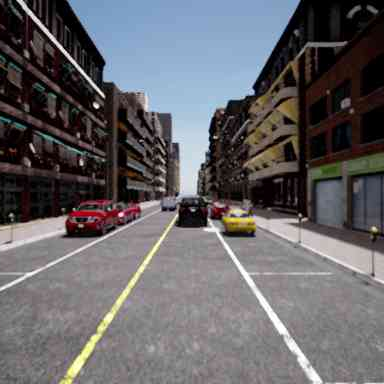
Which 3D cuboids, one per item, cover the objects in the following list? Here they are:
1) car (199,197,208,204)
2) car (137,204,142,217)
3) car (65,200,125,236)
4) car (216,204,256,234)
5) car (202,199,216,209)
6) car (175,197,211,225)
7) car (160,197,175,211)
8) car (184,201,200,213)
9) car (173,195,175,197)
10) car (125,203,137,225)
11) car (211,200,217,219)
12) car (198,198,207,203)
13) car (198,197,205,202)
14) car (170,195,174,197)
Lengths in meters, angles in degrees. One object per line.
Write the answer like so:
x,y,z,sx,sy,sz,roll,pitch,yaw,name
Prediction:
2.591,1.994,76.151,1.752,1.417,4.829,0,0,0,car
-5.730,1.738,30.885,1.887,1.381,4.507,0,0,0,car
-5.715,1.438,19.614,2.192,1.841,5.009,0,0,0,car
2.665,1.650,19.790,1.752,1.417,4.829,0,0,0,car
2.620,1.882,53.436,2.008,1.369,4.403,0,0,0,car
0.072,1.383,25.723,2.150,2.045,5.566,0,0,0,car
-3.061,1.833,45.109,2.033,1.411,5.357,0,0,0,car
0.045,1.861,41.879,1.895,1.301,4.718,0,0,0,car
-5.805,2.080,87.246,1.887,1.381,4.507,0,0,0,car
-5.723,1.598,25.249,1.967,1.590,4.097,0,0,0,car
2.650,1.738,30.892,1.887,1.381,4.507,0,0,0,car
2.583,2.067,81.617,1.947,1.339,4.313,0,0,0,car
2.568,2.151,92.889,1.802,1.307,4.206,0,0,0,car
-5.791,2.018,75.974,2.008,1.369,4.403,0,0,0,car
